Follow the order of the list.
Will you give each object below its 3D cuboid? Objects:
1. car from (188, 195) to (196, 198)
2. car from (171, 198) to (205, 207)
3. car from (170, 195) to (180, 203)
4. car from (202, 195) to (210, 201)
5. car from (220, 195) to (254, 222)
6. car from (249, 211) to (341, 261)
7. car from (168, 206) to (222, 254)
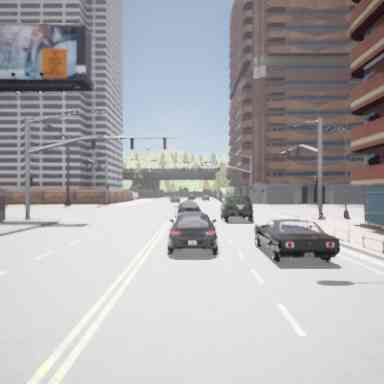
[{"bbox_3d":[-0.018,1.476,84.024,1.837,1.490,4.892,0,0,0],"label":"car"},{"bbox_3d":[-0.424,1.523,27.777,1.837,1.490,4.892,0,0,-7],"label":"car"},{"bbox_3d":[-3.515,1.397,69.685,2.097,1.767,4.553,0,0,0],"label":"car"},{"bbox_3d":[3.482,1.514,84.026,2.033,1.411,5.357,0,0,0],"label":"car"},{"bbox_3d":[3.525,1.239,26.699,2.150,2.045,5.566,0,0,0],"label":"car"},{"bbox_3d":[3.532,1.608,12.181,1.895,1.301,4.718,0,0,1],"label":"car"},{"bbox_3d":[0.045,1.534,13.440,1.812,1.442,4.674,0,0,1],"label":"car"}]
